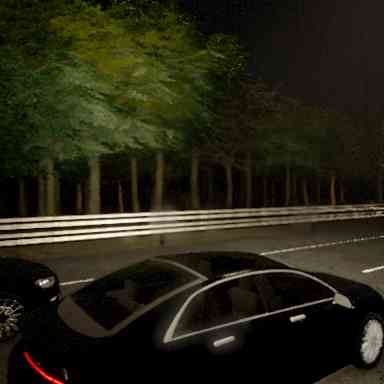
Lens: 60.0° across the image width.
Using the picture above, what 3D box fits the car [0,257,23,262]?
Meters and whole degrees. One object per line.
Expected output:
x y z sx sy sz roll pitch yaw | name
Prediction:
-4.519 1.484 4.787 4.902 1.511 2.128 0 0 -36 | car

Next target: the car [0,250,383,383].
0.548 1.499 4.079 4.892 1.490 1.837 0 0 -35 | car
